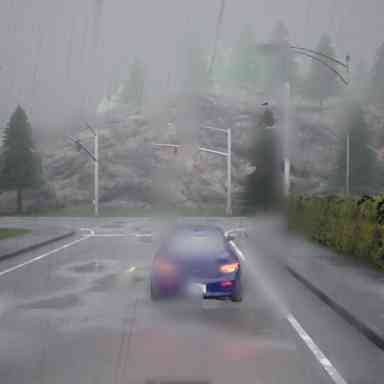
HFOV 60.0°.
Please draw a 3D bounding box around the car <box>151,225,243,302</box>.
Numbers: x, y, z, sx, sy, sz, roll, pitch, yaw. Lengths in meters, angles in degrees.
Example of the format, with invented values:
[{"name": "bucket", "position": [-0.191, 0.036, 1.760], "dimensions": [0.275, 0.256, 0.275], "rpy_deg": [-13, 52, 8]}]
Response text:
[{"name": "car", "position": [0.107, 1.526, 8.130], "dimensions": [1.812, 1.442, 4.674], "rpy_deg": [0, 0, 0]}]
